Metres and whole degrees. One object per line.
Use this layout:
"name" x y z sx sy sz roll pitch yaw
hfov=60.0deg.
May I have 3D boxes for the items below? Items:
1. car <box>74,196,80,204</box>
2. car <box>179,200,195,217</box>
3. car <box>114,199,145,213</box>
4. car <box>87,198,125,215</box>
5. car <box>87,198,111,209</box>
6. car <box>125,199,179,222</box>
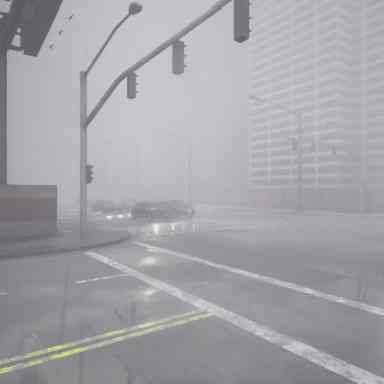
"car" -21.554 1.526 65.107 1.812 1.442 4.674 0 0 -35
"car" -1.628 1.492 30.488 2.128 1.511 4.902 0 0 -35
"car" -7.341 1.526 38.588 1.812 1.442 4.674 0 0 -35
"car" -8.918 1.547 34.742 2.033 1.411 5.357 0 0 -35
"car" -13.162 1.601 46.843 1.895 1.301 4.718 0 0 -35
"car" -3.340 1.505 26.846 1.837 1.490 4.892 0 0 -35
